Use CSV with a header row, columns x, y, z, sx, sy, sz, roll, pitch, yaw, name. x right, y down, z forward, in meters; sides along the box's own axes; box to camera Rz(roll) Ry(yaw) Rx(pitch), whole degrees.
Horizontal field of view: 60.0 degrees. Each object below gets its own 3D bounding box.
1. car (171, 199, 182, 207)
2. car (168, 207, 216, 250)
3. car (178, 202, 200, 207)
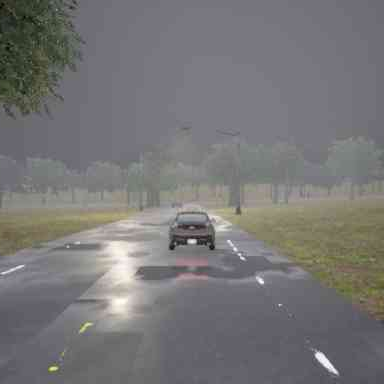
x,y,z,sx,sy,sz,roll,pitch,yaw,name
-3.498,2.633,76.805,2.150,2.045,5.566,0,-1,0,car
0.001,1.607,14.672,1.837,1.490,4.892,0,-1,0,car
0.001,1.869,29.696,1.882,1.535,5.008,0,-1,0,car
